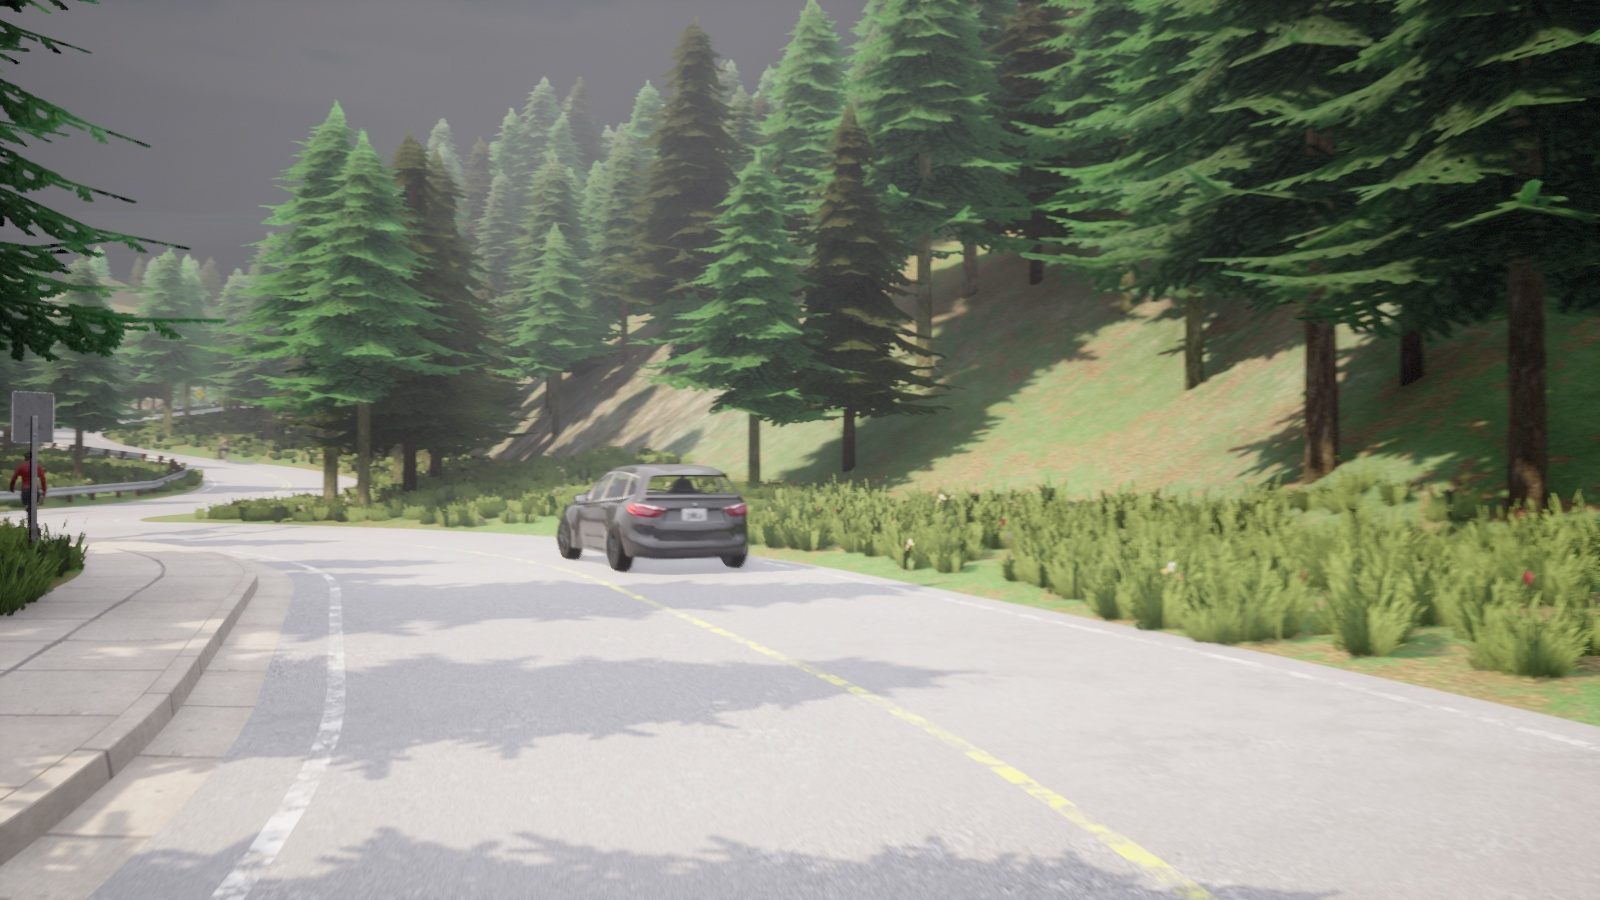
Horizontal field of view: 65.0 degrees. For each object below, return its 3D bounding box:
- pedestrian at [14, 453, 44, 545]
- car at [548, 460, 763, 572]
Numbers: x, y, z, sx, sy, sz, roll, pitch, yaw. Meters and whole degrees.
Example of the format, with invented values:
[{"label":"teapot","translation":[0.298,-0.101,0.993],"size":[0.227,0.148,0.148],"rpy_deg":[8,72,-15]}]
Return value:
[{"label":"pedestrian","translation":[-15.664,0.994,25.517],"size":[0.636,1.846,0.331],"rpy_deg":[-1,-1,41]},{"label":"car","translation":[-2.588,1.030,21.261],"size":[2.242,1.667,4.611],"rpy_deg":[0,-1,-26]}]
